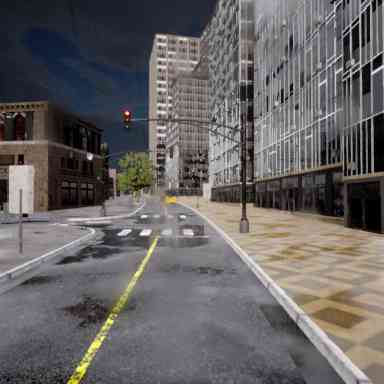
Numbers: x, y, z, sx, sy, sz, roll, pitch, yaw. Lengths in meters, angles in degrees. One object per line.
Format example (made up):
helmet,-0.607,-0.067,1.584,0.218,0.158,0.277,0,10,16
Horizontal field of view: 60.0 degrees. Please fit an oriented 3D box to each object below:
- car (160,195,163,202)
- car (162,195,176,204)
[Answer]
car,-6.427,1.506,78.313,1.812,1.442,4.674,0,0,-10
car,-4.078,1.468,62.671,1.882,1.535,5.008,0,0,-7
